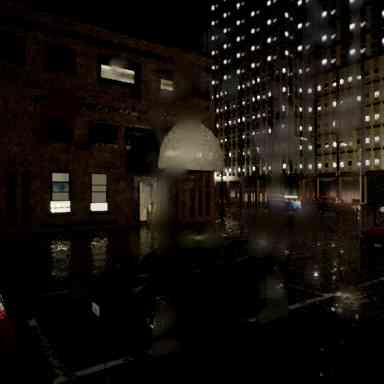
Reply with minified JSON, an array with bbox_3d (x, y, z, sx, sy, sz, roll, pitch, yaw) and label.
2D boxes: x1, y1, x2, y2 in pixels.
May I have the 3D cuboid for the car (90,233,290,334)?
[{"bbox_3d":[0.185,1.565,6.764,4.313,1.339,1.947,0,0,-35],"label":"car"}]

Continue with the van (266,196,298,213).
[{"bbox_3d":[9.959,1.324,36.287,1.690,1.788,3.998,0,0,-35],"label":"van"}]

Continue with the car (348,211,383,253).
[{"bbox_3d":[8.031,1.542,12.430,4.507,1.381,1.887,0,0,-35],"label":"car"}]

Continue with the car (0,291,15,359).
[{"bbox_3d":[-4.282,1.440,3.516,4.097,1.590,1.967,0,0,-35],"label":"car"}]

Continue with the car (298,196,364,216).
[{"bbox_3d":[13.123,1.306,31.738,2.192,1.841,5.009,0,0,-35],"label":"car"}]

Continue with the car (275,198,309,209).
[{"bbox_3d":[13.676,1.511,45.622,1.802,1.307,4.206,0,0,-35],"label":"car"}]

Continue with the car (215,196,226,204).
[{"bbox_3d":[4.086,1.434,59.407,1.752,1.417,4.829,0,0,-35],"label":"car"}]

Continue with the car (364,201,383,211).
[{"bbox_3d":[20.004,1.496,36.525,2.008,1.369,4.403,0,0,-35],"label":"car"}]
